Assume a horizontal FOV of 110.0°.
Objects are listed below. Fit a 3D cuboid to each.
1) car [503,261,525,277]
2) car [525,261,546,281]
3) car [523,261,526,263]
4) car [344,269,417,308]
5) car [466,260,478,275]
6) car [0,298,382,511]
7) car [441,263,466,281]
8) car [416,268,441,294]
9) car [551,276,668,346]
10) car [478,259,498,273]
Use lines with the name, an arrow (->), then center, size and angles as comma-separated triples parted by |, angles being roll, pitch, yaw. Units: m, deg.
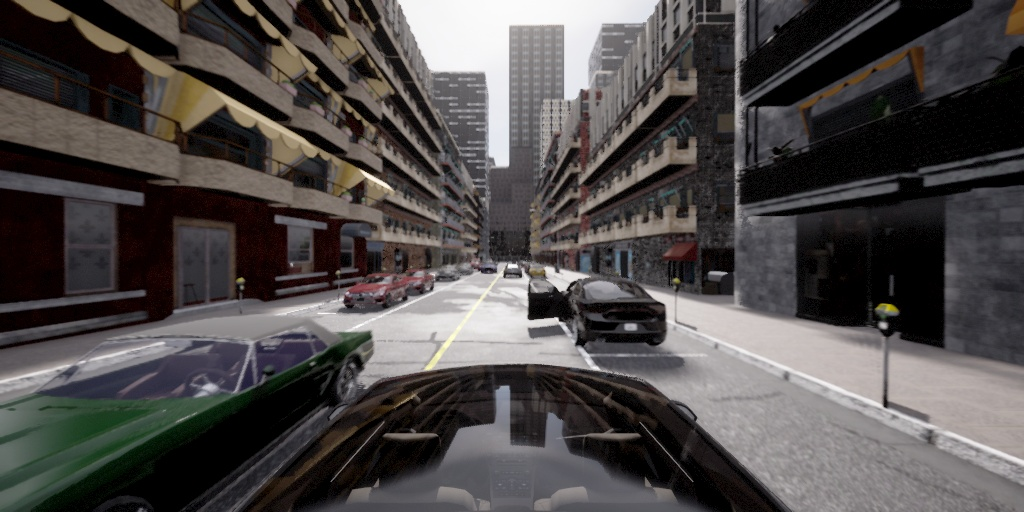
car -> 0.079, 1.547, 39.189 | 1.994, 1.385, 4.181 | 0, -1, 0
car -> 2.684, 1.504, 38.146 | 1.751, 1.417, 4.829 | 0, 0, 0
car -> 2.684, 1.579, 43.578 | 1.948, 1.339, 4.313 | 0, 0, 0
car -> -5.693, 1.419, 15.596 | 1.802, 1.307, 4.207 | 0, 0, 0
car -> -5.697, 1.564, 43.605 | 2.007, 1.370, 4.403 | 0, 0, 0
car -> -3.100, 1.362, 3.461 | 1.895, 1.301, 4.718 | 0, 0, 0
car -> -5.695, 1.493, 32.402 | 2.007, 1.370, 4.403 | 0, 0, 0
car -> -5.694, 1.454, 21.198 | 1.802, 1.307, 4.207 | 0, 0, 0
car -> 2.360, 1.277, 9.602 | 1.882, 1.535, 5.008 | 0, 0, 0
car -> -3.006, 1.436, 48.294 | 2.097, 1.767, 4.553 | 0, 0, 0
